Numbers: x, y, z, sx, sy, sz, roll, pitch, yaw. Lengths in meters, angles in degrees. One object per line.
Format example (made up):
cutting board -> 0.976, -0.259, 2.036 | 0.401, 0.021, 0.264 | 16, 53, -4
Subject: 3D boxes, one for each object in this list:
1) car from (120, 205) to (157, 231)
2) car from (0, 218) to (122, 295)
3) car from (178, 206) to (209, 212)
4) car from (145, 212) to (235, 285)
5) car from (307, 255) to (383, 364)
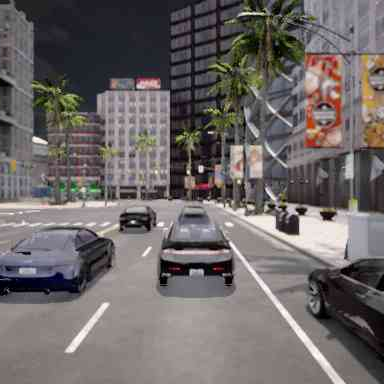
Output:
car -> -3.401, 1.599, 21.681 | 1.882, 1.535, 5.008 | 0, 0, 0
car -> -3.402, 1.614, 8.895 | 1.994, 1.385, 4.181 | 0, 0, 0
car -> 0.097, 1.622, 20.970 | 1.837, 1.490, 4.892 | 0, 0, 0
car -> 0.098, 1.546, 9.636 | 2.128, 1.511, 4.902 | 0, 0, 0
car -> 3.190, 1.539, 4.489 | 2.161, 1.482, 4.786 | 0, 0, -1
